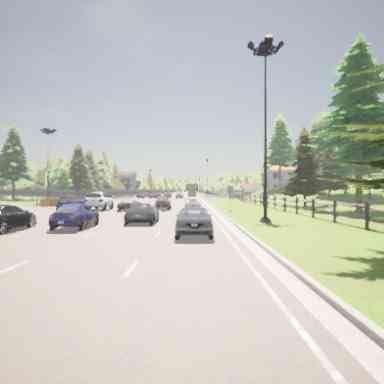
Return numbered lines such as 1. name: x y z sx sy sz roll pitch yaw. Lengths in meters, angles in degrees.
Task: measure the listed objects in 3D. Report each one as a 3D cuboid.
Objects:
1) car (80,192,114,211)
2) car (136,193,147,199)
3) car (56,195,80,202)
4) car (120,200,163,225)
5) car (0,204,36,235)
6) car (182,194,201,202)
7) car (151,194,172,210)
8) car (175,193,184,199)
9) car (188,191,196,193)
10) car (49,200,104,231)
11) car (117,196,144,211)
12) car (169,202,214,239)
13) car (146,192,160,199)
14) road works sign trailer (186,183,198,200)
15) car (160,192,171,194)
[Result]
1. car: -10.393 1.050 37.597 2.150 2.045 5.566 0 0 0
2. car: -13.982 1.106 90.194 1.812 1.442 4.674 0 0 0
3. car: -13.891 1.177 38.193 2.097 1.767 4.553 0 0 0
4. car: -3.395 1.459 22.987 1.994 1.385 4.181 0 0 0
5. car: -10.395 1.421 18.262 1.837 1.490 4.892 0 0 0
6. car: 0.095 1.345 39.526 1.812 1.442 4.674 0 0 0
7. car: -3.405 1.346 39.478 1.812 1.442 4.674 0 0 0
8. car: -3.482 1.061 89.775 1.882 1.535 5.008 0 0 0
9. car: 0.018 1.134 90.191 1.994 1.385 4.181 0 0 0
10. car: -6.910 1.435 19.816 1.812 1.442 4.674 0 0 0
11. car: -6.892 1.432 36.927 1.895 1.301 4.718 0 0 0
12. car: 0.104 1.470 16.887 2.033 1.411 5.357 0 0 0
13. car: -10.482 1.133 90.160 1.994 1.385 4.181 0 0 0
14. road works sign trailer: 0.013 0.177 63.141 2.380 3.560 2.880 0 0 0
15. car: -6.982 1.134 90.192 1.994 1.385 4.181 0 0 0
